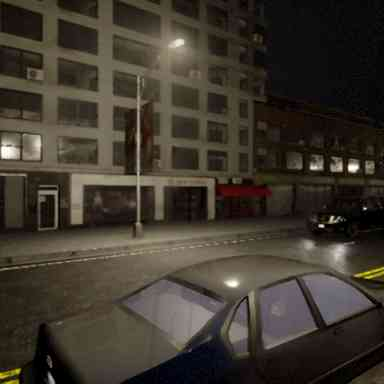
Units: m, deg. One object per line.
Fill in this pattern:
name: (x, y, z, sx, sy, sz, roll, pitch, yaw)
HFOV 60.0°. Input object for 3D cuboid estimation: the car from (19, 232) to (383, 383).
car: (0.931, 1.541, 4.102, 5.357, 1.411, 2.033, 0, 0, -35)

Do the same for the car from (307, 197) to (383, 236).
car: (8.465, 1.277, 17.565, 5.566, 2.045, 2.150, 0, 0, -35)
